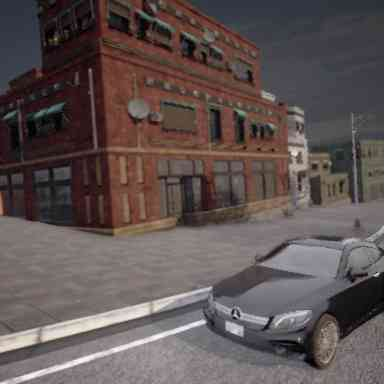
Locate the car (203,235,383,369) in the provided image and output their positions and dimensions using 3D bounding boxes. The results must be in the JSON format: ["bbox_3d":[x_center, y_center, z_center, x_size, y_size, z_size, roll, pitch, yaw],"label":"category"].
[{"bbox_3d":[2.277,1.555,5.969,4.674,1.442,1.812,0,-1,-42],"label":"car"}]
